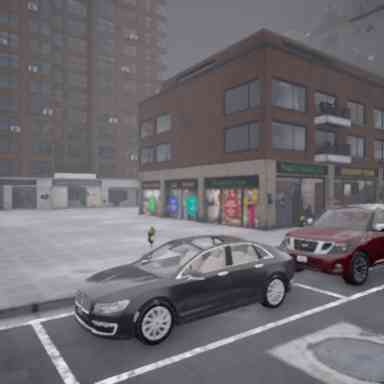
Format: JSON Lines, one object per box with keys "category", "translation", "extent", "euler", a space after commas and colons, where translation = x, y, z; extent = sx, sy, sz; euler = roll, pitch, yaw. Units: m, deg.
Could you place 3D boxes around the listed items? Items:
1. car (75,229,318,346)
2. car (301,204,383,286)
{"category": "car", "translation": [0.108, 1.542, 6.254], "extent": [4.403, 1.369, 2.008], "euler": [0, 0, -35]}
{"category": "car", "translation": [4.727, 1.294, 9.528], "extent": [5.009, 1.841, 2.192], "euler": [0, 0, -35]}
